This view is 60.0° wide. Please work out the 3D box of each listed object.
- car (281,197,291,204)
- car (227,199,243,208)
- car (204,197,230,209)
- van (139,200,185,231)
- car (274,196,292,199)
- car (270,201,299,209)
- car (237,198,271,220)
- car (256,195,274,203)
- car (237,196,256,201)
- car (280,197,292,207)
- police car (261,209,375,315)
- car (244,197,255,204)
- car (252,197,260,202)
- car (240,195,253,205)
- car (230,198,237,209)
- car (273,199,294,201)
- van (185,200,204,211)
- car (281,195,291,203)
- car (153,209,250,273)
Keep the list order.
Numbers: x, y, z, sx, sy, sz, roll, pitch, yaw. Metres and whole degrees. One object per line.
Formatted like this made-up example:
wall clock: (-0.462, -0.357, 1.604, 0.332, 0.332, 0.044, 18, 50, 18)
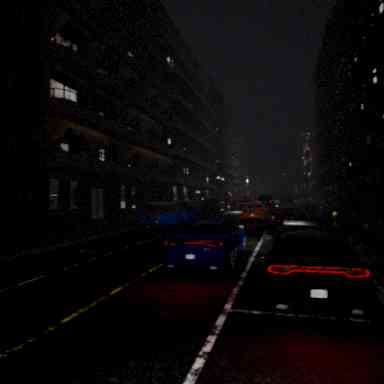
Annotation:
car: (18.998, 1.778, 67.341, 1.802, 1.307, 4.206, 0, 0, 16)
car: (6.969, 1.849, 53.548, 1.947, 1.339, 4.313, 0, 0, 16)
car: (2.477, 1.544, 37.576, 2.192, 1.841, 5.009, 0, 0, 16)
van: (-2.015, 1.527, 21.603, 1.690, 1.788, 3.998, 0, 0, 16)
car: (10.052, 1.511, 35.383, 1.967, 1.590, 4.097, 0, 0, 16)
car: (7.049, 1.586, 24.736, 1.887, 1.381, 4.507, 0, 0, 16)
car: (5.180, 1.573, 27.266, 1.882, 1.535, 5.008, -1, 0, 16)
car: (9.855, 1.370, 44.271, 2.150, 2.045, 5.566, -1, 0, 16)
car: (7.119, 1.680, 44.728, 1.882, 1.535, 5.008, -1, -1, 16)
car: (16.002, 1.588, 56.692, 1.967, 1.590, 4.097, 0, 0, 16)
police car: (2.728, 1.425, 7.813, 1.930, 1.638, 5.238, -1, 0, 16)
car: (12.958, 1.927, 74.843, 1.887, 1.381, 4.507, 0, 0, 16)
car: (17.452, 2.058, 90.816, 1.802, 1.307, 4.206, 0, 0, 16)
car: (11.462, 1.669, 69.519, 2.192, 1.841, 5.009, 0, 0, 16)
car: (3.975, 1.561, 42.899, 2.192, 1.841, 5.009, 0, 0, 16)
car: (8.547, 1.600, 30.059, 1.887, 1.381, 4.507, 0, 0, 16)
van: (-0.518, 1.540, 26.928, 1.690, 1.788, 3.998, 0, 0, 16)
car: (21.994, 1.569, 77.992, 2.192, 1.841, 5.009, 0, 0, 16)
car: (0.622, 1.540, 11.060, 1.882, 1.535, 5.008, -1, 0, 16)
